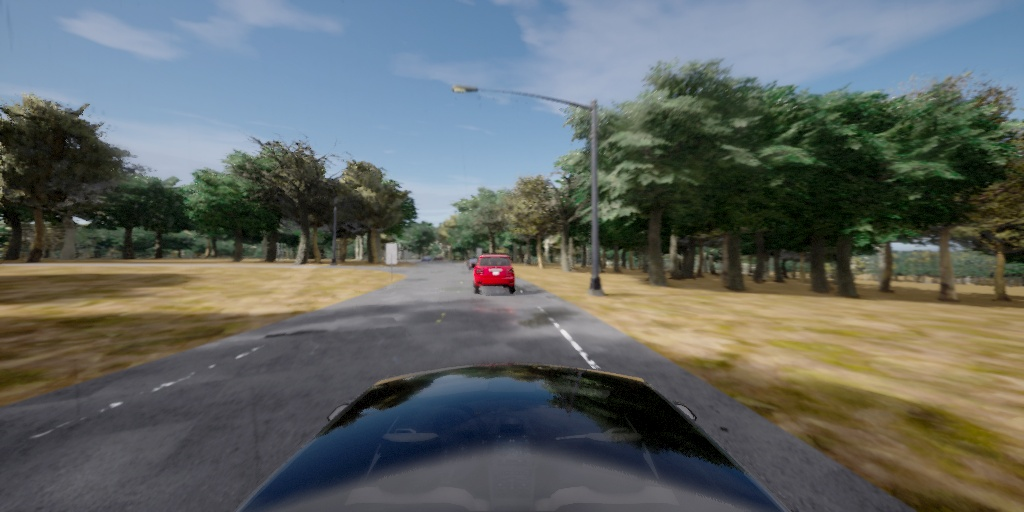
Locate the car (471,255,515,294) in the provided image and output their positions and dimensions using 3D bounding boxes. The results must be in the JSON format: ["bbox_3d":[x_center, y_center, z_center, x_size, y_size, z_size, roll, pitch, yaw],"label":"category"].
[{"bbox_3d":[-1.126,0.961,20.709,2.150,2.045,5.566,0,0,-7],"label":"car"}]

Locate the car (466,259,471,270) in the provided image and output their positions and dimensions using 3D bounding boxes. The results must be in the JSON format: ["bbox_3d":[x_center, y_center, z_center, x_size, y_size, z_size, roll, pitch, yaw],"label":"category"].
[{"bbox_3d":[-5.051,1.039,47.617,2.033,1.411,5.357,-3,0,-12],"label":"car"}]
